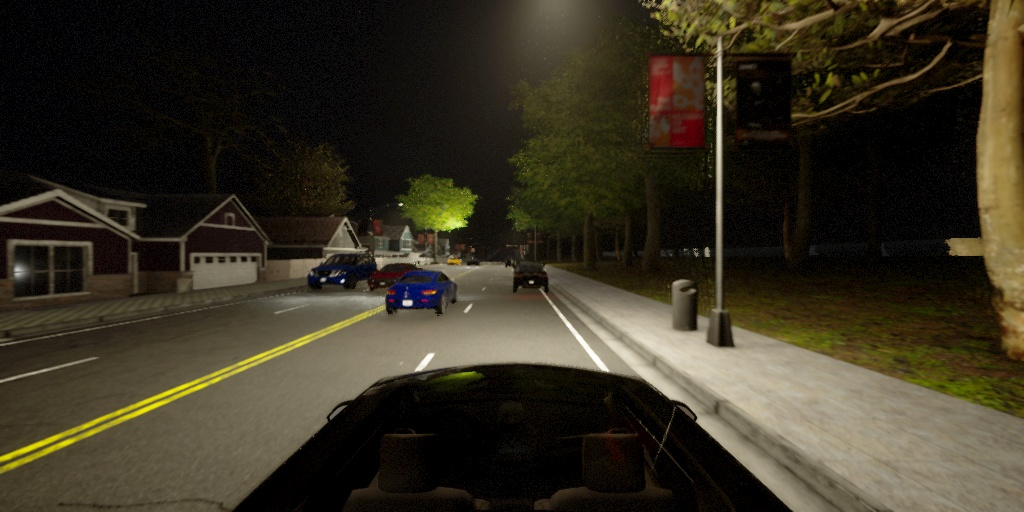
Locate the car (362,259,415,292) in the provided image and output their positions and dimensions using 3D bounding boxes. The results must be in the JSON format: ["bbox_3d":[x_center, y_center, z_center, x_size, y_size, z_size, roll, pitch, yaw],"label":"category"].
[{"bbox_3d":[-6.600,1.129,20.809,1.882,1.535,5.008,0,0,0],"label":"car"}]

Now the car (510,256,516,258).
[{"bbox_3d":[0.972,1.048,36.390,1.837,1.490,4.892,0,0,0],"label":"car"}]

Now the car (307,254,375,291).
[{"bbox_3d":[-9.850,0.870,21.470,2.150,2.045,5.566,0,0,0],"label":"car"}]

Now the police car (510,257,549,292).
[{"bbox_3d":[0.974,1.080,20.497,1.930,1.638,5.238,0,0,0],"label":"police car"}]

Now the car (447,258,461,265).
[{"bbox_3d":[-9.795,1.021,60.887,1.882,1.535,5.008,0,0,1],"label":"car"}]

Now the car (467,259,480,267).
[{"bbox_3d":[-6.541,1.144,60.891,1.895,1.301,4.718,0,0,1],"label":"car"}]

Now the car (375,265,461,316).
[{"bbox_3d":[-3.148,1.237,13.121,1.812,1.442,4.674,0,0,0],"label":"car"}]

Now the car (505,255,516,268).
[{"bbox_3d":[-0.001,0.872,54.021,2.097,1.767,4.553,0,0,0],"label":"car"}]
